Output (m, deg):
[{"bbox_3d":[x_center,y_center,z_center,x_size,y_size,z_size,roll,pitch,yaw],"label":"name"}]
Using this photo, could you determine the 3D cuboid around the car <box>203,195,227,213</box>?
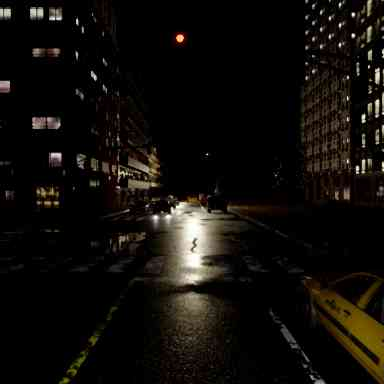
[{"bbox_3d":[2.684,1.326,36.372,2.192,1.841,5.009,0,0,0],"label":"car"}]

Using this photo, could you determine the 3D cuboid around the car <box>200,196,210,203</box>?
[{"bbox_3d":[2.684,1.600,69.532,1.887,1.381,4.507,0,0,0],"label":"car"}]

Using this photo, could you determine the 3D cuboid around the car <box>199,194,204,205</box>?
[{"bbox_3d":[2.683,1.353,58.478,2.192,1.841,5.009,0,0,0],"label":"car"}]

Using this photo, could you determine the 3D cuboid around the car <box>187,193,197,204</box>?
[{"bbox_3d":[0.098,1.526,65.386,1.882,1.535,5.008,0,0,0],"label":"car"}]

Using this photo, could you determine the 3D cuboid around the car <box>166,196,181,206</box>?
[{"bbox_3d":[-3.047,1.525,55.601,2.128,1.511,4.902,0,0,0],"label":"car"}]

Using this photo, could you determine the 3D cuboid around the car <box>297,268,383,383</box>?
[{"bbox_3d":[2.686,1.525,4.129,1.752,1.417,4.829,0,0,0],"label":"car"}]

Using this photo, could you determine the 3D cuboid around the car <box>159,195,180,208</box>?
[{"bbox_3d":[-3.090,1.567,45.408,2.033,1.411,5.357,0,0,0],"label":"car"}]

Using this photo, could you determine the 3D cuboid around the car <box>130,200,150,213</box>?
[{"bbox_3d":[-5.694,1.562,36.371,2.008,1.369,4.403,0,0,0],"label":"car"}]

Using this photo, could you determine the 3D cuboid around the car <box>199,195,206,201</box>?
[{"bbox_3d":[2.684,1.611,86.281,1.752,1.417,4.829,0,0,0],"label":"car"}]

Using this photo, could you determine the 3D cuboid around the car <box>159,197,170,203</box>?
[{"bbox_3d":[-5.696,1.637,69.532,1.802,1.307,4.206,0,0,0],"label":"car"}]

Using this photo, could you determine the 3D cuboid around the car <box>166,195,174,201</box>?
[{"bbox_3d":[-5.696,1.611,85.941,1.752,1.417,4.829,0,0,0],"label":"car"}]

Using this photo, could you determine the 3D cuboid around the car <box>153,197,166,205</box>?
[{"bbox_3d":[-5.696,1.582,58.477,1.887,1.381,4.507,0,0,0],"label":"car"}]

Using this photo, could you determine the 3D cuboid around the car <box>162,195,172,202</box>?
[{"bbox_3d":[-5.697,1.505,75.058,1.967,1.590,4.097,0,0,0],"label":"car"}]

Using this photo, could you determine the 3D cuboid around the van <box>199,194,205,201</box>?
[{"bbox_3d":[2.682,1.439,91.637,1.690,1.788,3.998,0,0,0],"label":"van"}]

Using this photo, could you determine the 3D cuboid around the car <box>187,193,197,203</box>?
[{"bbox_3d":[0.000,1.291,75.861,2.150,2.045,5.566,0,0,0],"label":"car"}]

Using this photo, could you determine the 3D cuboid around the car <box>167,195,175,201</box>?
[{"bbox_3d":[-5.697,1.642,91.637,1.887,1.381,4.507,0,0,0],"label":"car"}]

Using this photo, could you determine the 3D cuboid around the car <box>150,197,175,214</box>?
[{"bbox_3d":[-3.123,1.558,35.280,2.033,1.411,5.357,0,0,-4],"label":"car"}]

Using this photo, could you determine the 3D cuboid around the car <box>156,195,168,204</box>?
[{"bbox_3d":[-5.697,1.487,64.005,1.967,1.590,4.097,0,0,0],"label":"car"}]

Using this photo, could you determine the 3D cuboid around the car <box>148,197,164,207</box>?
[{"bbox_3d":[-5.695,1.580,52.951,2.008,1.369,4.403,0,0,0],"label":"car"}]

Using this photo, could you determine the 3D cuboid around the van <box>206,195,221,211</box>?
[{"bbox_3d":[2.684,1.357,41.898,1.690,1.788,3.998,0,0,0],"label":"van"}]
